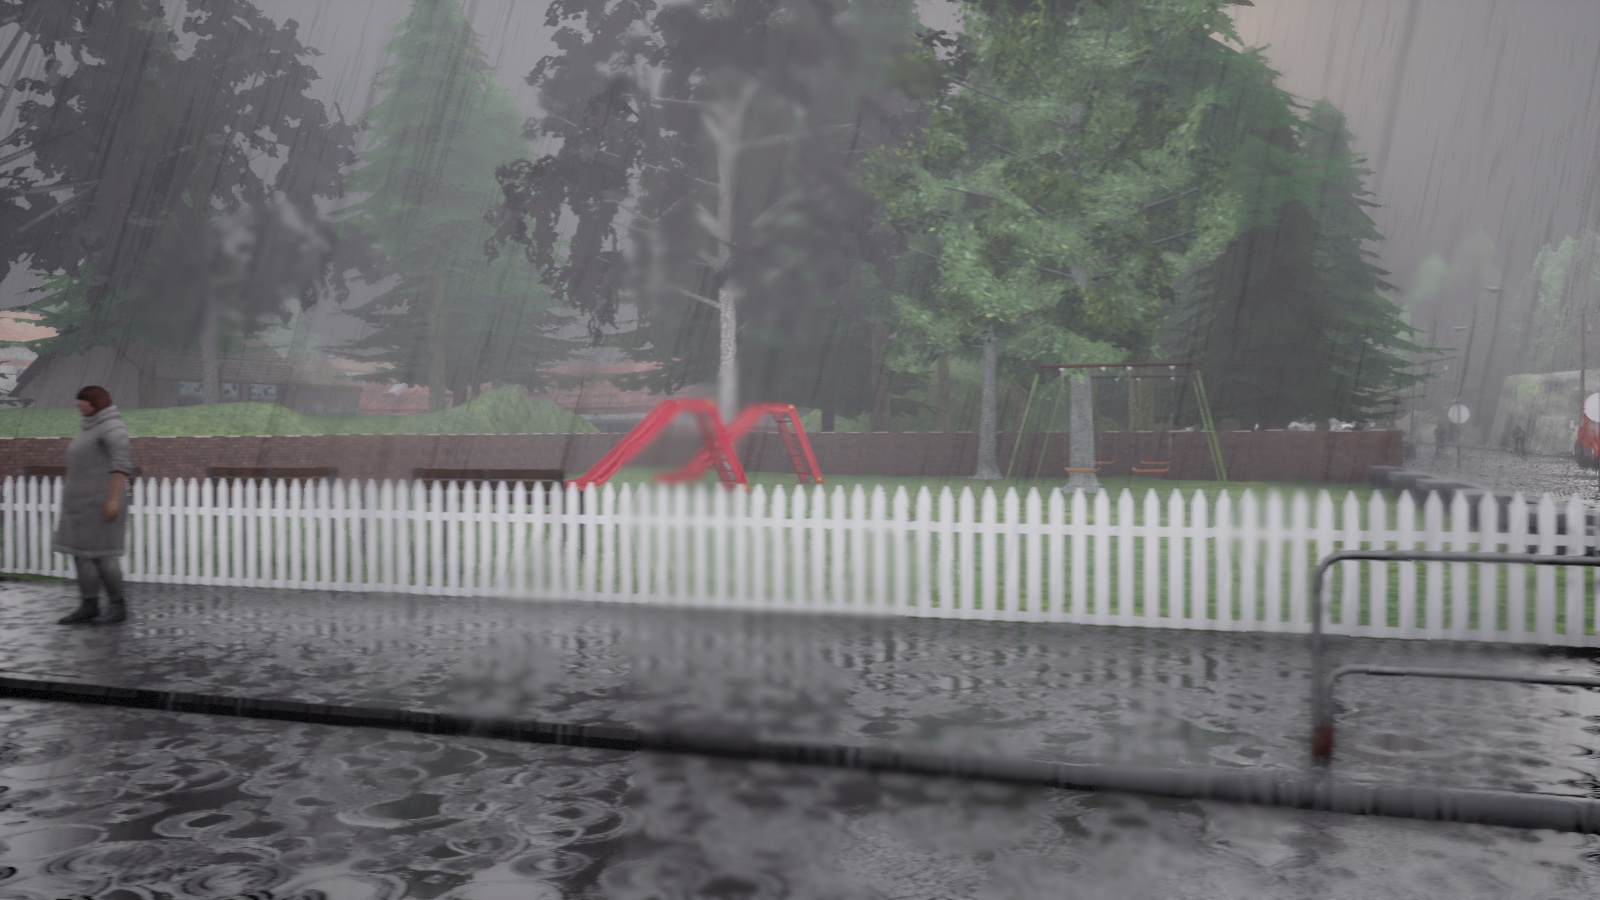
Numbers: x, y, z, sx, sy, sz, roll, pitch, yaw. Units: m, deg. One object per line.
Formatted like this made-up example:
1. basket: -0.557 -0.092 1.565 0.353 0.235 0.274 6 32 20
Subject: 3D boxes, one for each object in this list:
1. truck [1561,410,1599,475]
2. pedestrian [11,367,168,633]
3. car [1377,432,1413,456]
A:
1. truck: 32.027 -0.323 49.292 2.627 2.467 5.204 1 1 19
2. pedestrian: -5.507 0.359 9.756 0.659 1.952 0.873 1 1 39
3. car: 39.639 -0.381 83.695 1.789 1.549 3.705 1 1 19
